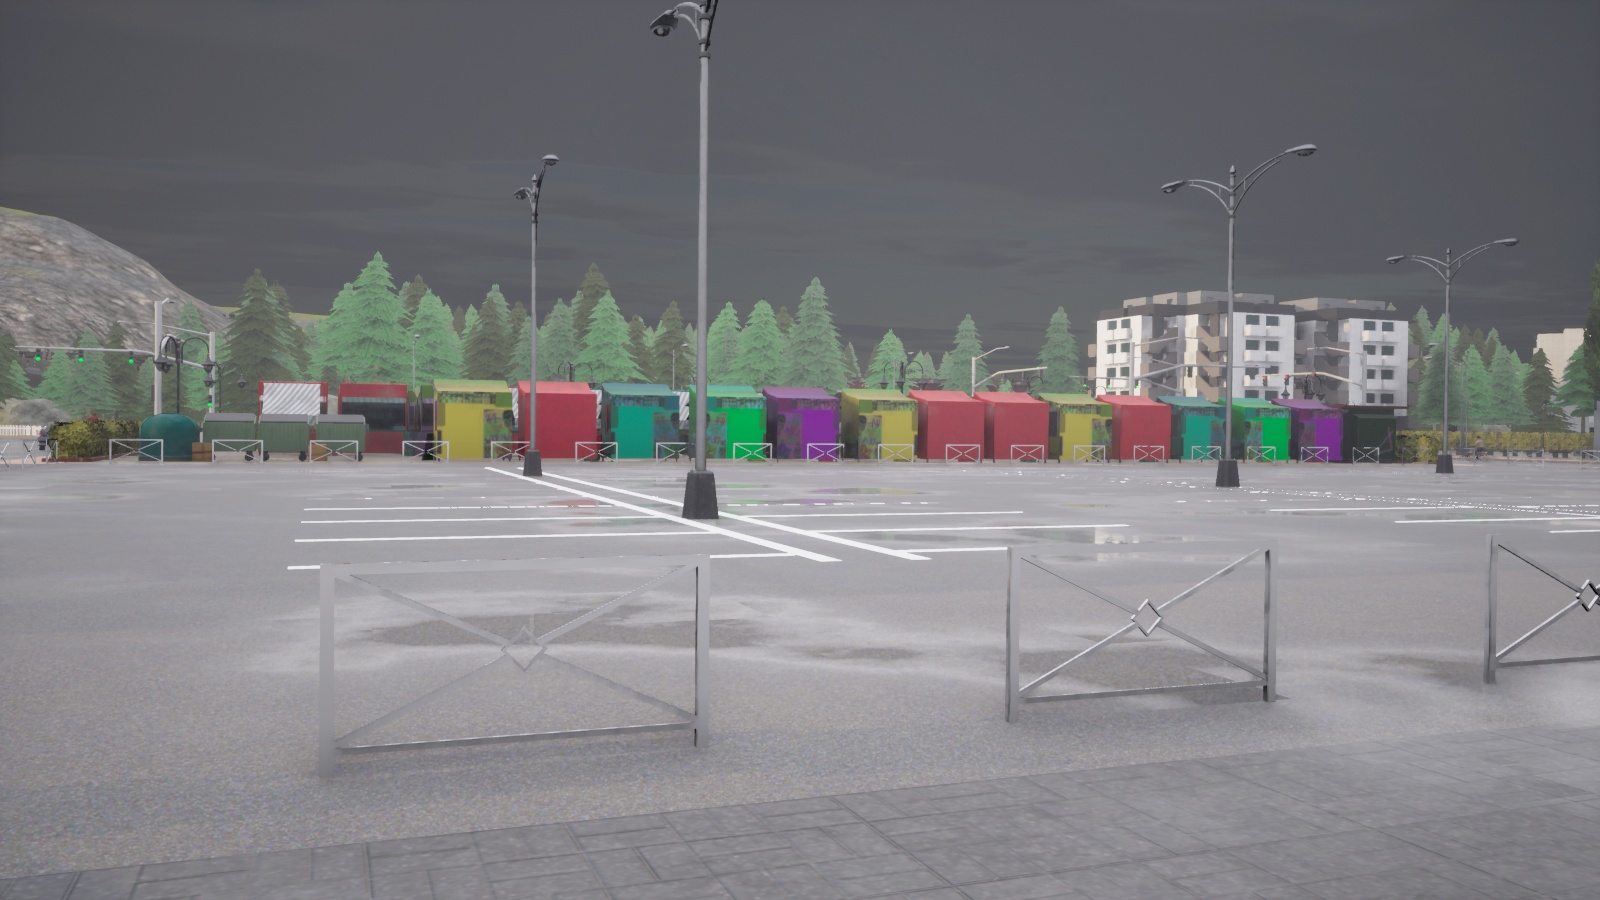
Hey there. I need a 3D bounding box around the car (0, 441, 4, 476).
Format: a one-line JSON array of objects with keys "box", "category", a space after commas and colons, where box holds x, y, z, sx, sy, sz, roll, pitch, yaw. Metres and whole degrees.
[{"box": [-31.803, 0.376, 47.576, 1.994, 1.385, 4.181, -1, 1, -21], "category": "car"}]

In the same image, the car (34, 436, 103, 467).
[{"box": [-38.020, 0.085, 65.368, 1.789, 1.549, 3.705, -1, 0, -8], "category": "car"}]
